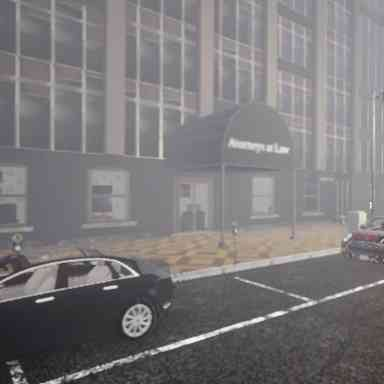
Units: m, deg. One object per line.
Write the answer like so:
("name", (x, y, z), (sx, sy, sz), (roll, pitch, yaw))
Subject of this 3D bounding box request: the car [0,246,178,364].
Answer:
("car", (-2.297, 1.558, 4.921), (4.403, 1.369, 2.008), (1, 0, -35))

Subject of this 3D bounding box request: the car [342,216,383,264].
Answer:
("car", (6.990, 1.538, 11.528), (4.097, 1.590, 1.967), (1, 0, -35))
